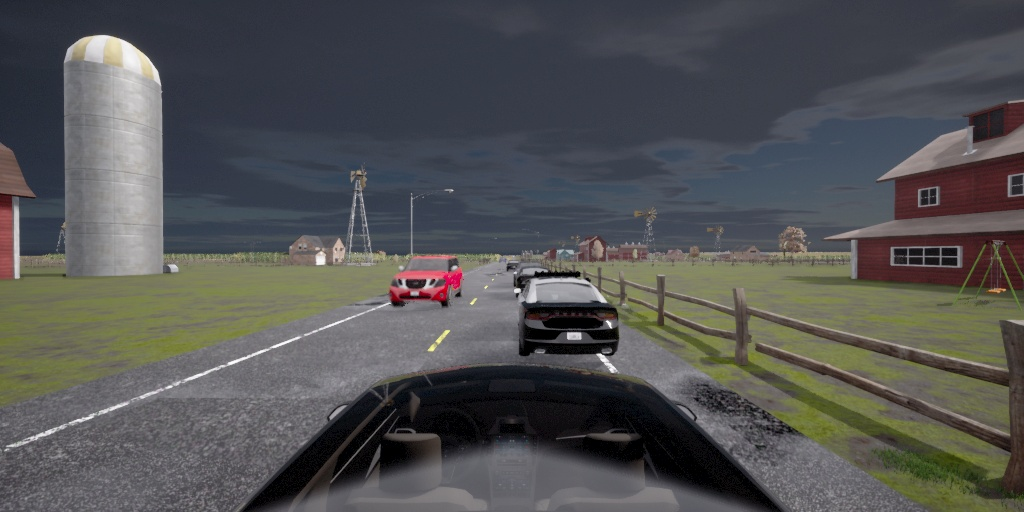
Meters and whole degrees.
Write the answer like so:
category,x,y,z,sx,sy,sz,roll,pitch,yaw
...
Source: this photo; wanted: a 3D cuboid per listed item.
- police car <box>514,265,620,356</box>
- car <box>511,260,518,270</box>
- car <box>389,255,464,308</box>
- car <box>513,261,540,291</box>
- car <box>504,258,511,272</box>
category,x,y,z,sx,sy,sz,roll,pitch,yaw
police car,1.082,1.175,8.755,1.930,1.638,5.238,0,0,0
car,1.147,1.109,24.617,2.097,1.767,4.553,0,0,0
car,-3.440,0.972,15.497,2.150,2.045,5.566,0,0,0
car,1.123,1.231,18.646,1.882,1.535,5.008,0,0,0
car,0.249,1.267,48.300,1.882,1.535,5.008,0,0,0
